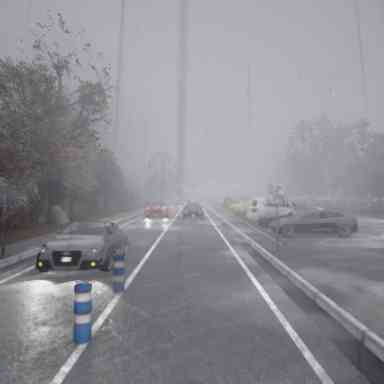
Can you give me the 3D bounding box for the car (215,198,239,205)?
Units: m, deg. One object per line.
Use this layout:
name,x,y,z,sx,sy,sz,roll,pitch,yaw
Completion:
car,7.176,1.943,68.746,4.892,1.521,2.231,0,-1,0

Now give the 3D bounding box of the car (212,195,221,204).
car,6.953,1.889,63.195,5.366,1.575,1.946,0,-1,0

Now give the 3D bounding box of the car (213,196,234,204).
car,7.216,1.892,77.075,4.553,1.767,2.185,0,-1,0

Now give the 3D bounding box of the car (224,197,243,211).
car,6.758,1.704,38.342,5.366,1.575,1.946,0,0,0

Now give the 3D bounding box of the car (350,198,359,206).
car,19.972,1.724,35.304,4.792,1.488,2.163,0,0,0

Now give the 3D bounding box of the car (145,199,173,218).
car,-3.262,1.529,32.312,2.097,1.767,4.553,0,0,0

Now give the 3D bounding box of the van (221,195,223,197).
van,7.168,1.566,52.091,4.442,1.987,1.878,0,-1,0

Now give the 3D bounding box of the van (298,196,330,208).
van,20.035,1.582,54.688,4.442,1.987,1.878,0,-1,0

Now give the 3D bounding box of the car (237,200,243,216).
car,6.884,1.702,29.892,4.892,1.521,2.231,0,0,0

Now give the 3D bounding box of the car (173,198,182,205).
car,-3.107,1.940,67.964,1.837,1.490,4.892,0,0,1

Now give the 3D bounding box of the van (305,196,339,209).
van,20.246,1.557,51.916,4.442,1.987,1.878,0,0,0

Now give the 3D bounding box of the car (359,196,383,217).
car,20.007,1.442,32.534,5.566,2.045,2.435,0,0,0

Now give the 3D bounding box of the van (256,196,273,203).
van,20.339,2.003,93.451,4.442,1.987,1.878,0,-1,0

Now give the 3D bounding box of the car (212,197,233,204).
car,7.263,2.042,79.850,5.008,1.535,2.097,0,-1,0

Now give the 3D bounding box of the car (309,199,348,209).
car,20.114,1.758,49.145,5.008,1.535,2.097,0,-1,0

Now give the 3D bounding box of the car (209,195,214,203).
car,7.018,1.964,71.523,5.366,1.575,1.946,0,-1,0

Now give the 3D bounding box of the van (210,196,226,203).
van,7.261,2.015,93.715,4.442,1.987,1.878,0,-1,0

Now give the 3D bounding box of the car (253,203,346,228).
car,6.818,1.699,21.564,5.008,1.535,2.097,0,0,0

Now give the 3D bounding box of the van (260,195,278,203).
van,20.297,1.883,88.061,4.442,1.987,1.878,0,-1,0

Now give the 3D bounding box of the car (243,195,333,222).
car,6.862,1.448,24.339,5.566,2.045,2.435,0,0,0

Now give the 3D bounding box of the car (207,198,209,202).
car,7.362,1.866,88.180,5.566,2.045,2.435,0,-1,0

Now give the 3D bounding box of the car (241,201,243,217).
car,7.041,1.697,27.114,5.366,1.575,1.946,0,0,0

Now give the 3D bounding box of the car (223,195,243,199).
car,7.039,1.619,46.541,4.553,1.767,2.185,0,0,0

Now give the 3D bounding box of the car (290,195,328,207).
car,20.145,1.582,57.457,5.566,2.045,2.435,0,-1,0

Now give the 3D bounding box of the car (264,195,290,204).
car,20.320,1.783,79.742,5.566,2.045,2.435,0,-1,0

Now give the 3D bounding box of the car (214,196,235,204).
car,7.194,1.867,74.299,4.553,1.767,2.185,0,-1,0

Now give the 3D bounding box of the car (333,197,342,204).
car,20.073,1.734,40.968,4.792,1.488,2.163,0,0,0

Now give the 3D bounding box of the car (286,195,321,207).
car,20.167,1.607,60.227,5.566,2.045,2.435,0,-1,0

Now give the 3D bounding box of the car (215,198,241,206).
car,7.166,1.918,65.970,4.892,1.521,2.231,0,-1,0

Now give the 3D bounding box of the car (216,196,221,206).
car,7.066,1.872,57.642,4.792,1.488,2.163,0,-1,0

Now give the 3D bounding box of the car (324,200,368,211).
car,20.094,1.746,43.607,4.792,1.488,2.163,0,0,0

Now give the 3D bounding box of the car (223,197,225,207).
car,6.980,1.727,43.761,4.892,1.521,2.231,0,0,0

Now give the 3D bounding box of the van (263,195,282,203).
van,20.507,1.857,85.156,4.442,1.987,1.878,0,-1,0

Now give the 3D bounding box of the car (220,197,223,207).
car,7.059,1.797,49.313,4.792,1.488,2.163,0,-1,0

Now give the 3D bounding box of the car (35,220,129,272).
car,-3.353,1.630,10.878,1.994,1.385,4.181,0,0,0

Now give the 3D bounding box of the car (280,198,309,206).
car,20.233,1.908,65.765,5.008,1.535,2.097,0,-1,0

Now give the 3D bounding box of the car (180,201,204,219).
car,0.100,1.770,30.880,1.895,1.301,4.718,0,0,0

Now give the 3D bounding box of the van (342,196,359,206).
van,20.139,1.472,38.197,4.442,1.987,1.878,0,0,0

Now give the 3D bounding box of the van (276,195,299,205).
van,20.400,1.733,71.431,4.442,1.987,1.878,0,-1,0

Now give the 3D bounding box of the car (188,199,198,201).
car,0.139,1.755,45.737,2.128,1.511,4.902,0,0,0

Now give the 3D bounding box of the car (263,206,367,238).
car,6.761,1.727,18.788,4.792,1.488,2.163,0,0,0

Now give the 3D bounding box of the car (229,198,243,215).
car,6.714,1.699,32.669,5.366,1.575,1.946,0,0,0

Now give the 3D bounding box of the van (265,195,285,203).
van,20.486,1.833,82.511,4.442,1.987,1.878,0,-1,0
